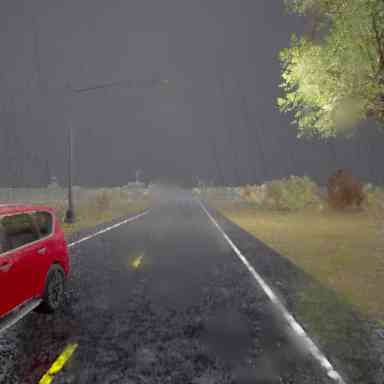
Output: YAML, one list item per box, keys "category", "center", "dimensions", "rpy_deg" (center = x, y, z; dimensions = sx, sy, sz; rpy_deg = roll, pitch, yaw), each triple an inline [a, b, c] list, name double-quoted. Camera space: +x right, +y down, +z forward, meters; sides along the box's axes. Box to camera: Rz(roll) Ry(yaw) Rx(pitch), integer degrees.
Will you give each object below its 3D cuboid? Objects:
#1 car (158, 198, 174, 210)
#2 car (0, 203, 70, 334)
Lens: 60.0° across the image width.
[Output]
- category: "car"
  center: [-3.583, 1.625, 46.370]
  dimensions: [1.837, 1.490, 4.892]
  rpy_deg: [0, -1, 0]
- category: "car"
  center: [-3.603, 1.235, 4.716]
  dimensions: [2.150, 2.045, 5.566]
  rpy_deg: [0, 0, 0]
